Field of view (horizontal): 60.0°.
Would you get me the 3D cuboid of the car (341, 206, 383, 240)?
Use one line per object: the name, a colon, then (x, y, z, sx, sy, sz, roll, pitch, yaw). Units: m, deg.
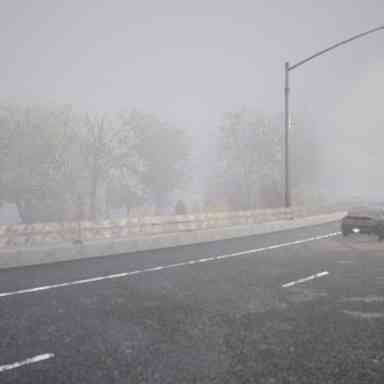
car: (9.112, 1.453, 16.722, 1.837, 1.490, 4.892, 0, 0, 45)
